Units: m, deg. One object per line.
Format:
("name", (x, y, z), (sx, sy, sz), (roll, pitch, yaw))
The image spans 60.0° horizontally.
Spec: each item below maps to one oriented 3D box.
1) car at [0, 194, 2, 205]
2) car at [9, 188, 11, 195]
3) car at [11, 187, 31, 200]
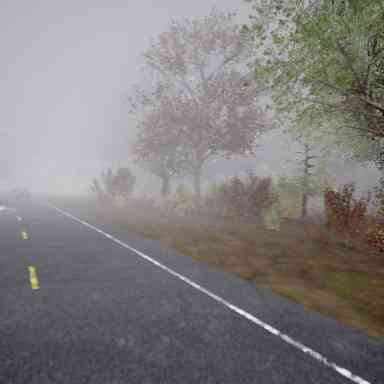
("car", (-20.001, 0.541, 33.145), (1.895, 1.301, 4.718), (3, 0, -30))
("car", (-31.869, -0.206, 60.190), (1.837, 1.490, 4.892), (3, 0, -30))
("car", (-23.764, 0.237, 46.702), (2.128, 1.511, 4.902), (3, 0, -31))
